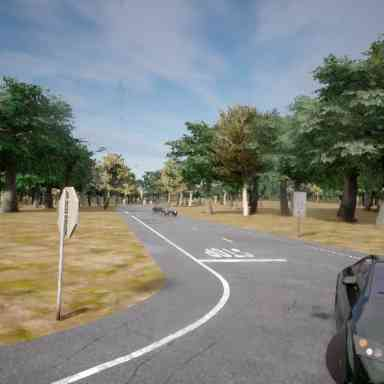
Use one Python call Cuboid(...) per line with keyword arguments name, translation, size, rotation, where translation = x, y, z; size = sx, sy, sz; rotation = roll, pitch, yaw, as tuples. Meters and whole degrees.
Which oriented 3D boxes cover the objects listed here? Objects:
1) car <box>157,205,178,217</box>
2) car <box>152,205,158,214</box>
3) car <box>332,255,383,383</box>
Cuboid(name="car", translation=(-3.410, 2.852, 48.032), size=(1.895, 1.301, 4.718), rotation=(3, -2, -13))
Cuboid(name="car", translation=(-5.652, 2.963, 56.882), size=(1.882, 1.535, 5.008), rotation=(3, -2, -14))
Cuboid(name="car", translation=(3.105, 1.643, 4.618), size=(1.994, 1.385, 4.181), rotation=(1, -1, 22))
